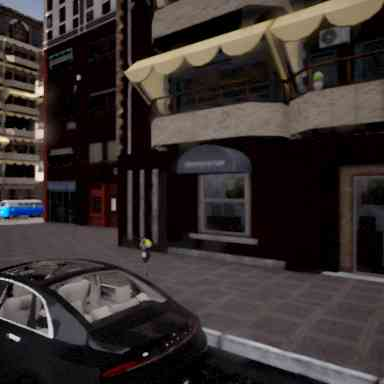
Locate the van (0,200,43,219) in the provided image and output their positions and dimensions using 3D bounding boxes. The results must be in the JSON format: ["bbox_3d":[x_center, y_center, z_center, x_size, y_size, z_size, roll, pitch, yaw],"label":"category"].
[{"bbox_3d":[-16.162,1.684,31.888,1.690,1.788,3.998,-1,-2,35],"label":"van"}]

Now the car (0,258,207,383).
[{"bbox_3d":[-1.894,1.548,4.223,4.403,1.369,2.008,0,0,35],"label":"car"}]
